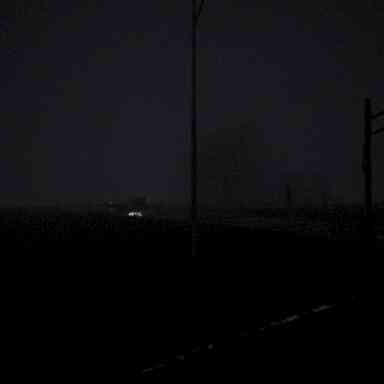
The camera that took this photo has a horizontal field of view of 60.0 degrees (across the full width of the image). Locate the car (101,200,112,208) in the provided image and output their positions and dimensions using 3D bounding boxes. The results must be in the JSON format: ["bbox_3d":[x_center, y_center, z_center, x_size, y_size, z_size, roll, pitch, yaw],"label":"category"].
[{"bbox_3d":[-15.376,2.247,62.155,2.128,1.511,4.902,-1,0,-36],"label":"car"}]

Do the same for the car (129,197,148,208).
[{"bbox_3d":[-9.155,1.827,53.537,2.150,2.045,5.566,-1,0,-35],"label":"car"}]

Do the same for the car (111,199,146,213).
[{"bbox_3d":[-9.053,2.151,47.191,2.033,1.411,5.357,-1,0,-35],"label":"car"}]
